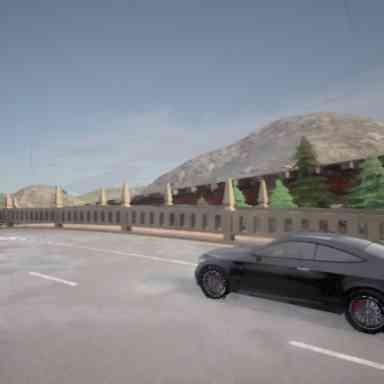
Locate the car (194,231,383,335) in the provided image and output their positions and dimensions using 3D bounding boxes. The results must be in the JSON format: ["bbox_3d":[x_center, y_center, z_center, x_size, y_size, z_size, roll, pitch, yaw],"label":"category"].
[{"bbox_3d":[2.228,1.523,6.701,4.674,1.442,1.812,0,0,35],"label":"car"}]
